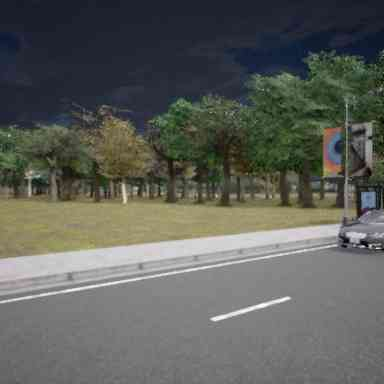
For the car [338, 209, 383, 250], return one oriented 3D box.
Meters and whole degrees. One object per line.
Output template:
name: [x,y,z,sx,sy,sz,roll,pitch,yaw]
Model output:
car: [7.755,1.459,13.207,4.902,1.511,2.128,0,0,-35]
